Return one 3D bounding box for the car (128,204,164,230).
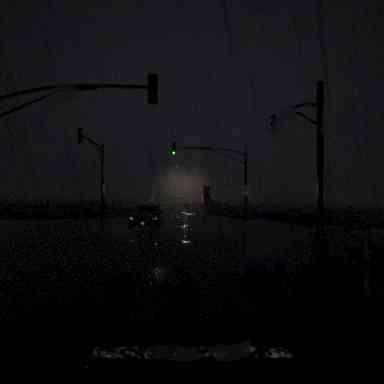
[{"bbox_3d":[-2.825,1.511,21.230,1.812,1.442,4.674,1,0,0],"label":"car"}]
